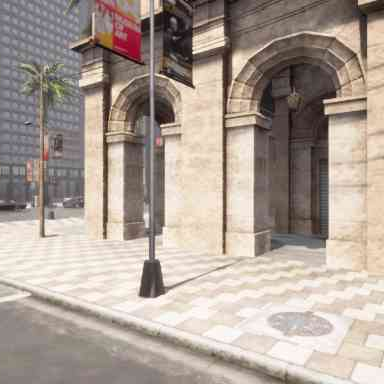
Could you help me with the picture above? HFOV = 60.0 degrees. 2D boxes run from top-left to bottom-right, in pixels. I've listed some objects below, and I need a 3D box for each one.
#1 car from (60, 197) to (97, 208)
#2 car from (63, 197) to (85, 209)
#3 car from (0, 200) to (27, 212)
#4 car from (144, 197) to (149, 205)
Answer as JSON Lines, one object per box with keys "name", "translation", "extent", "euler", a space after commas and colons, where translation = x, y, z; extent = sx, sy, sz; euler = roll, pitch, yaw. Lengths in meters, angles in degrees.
{"name": "car", "translation": [-16.554, 1.513, 48.755], "extent": [2.161, 1.482, 4.786], "euler": [0, 0, 35]}
{"name": "car", "translation": [-14.975, 1.503, 45.651], "extent": [1.837, 1.490, 4.892], "euler": [0, 0, 36]}
{"name": "car", "translation": [-21.159, 1.600, 37.037], "extent": [1.895, 1.301, 4.718], "euler": [0, 0, 36]}
{"name": "car", "translation": [-6.037, 1.216, 58.067], "extent": [2.150, 2.045, 5.566], "euler": [0, 1, 35]}
